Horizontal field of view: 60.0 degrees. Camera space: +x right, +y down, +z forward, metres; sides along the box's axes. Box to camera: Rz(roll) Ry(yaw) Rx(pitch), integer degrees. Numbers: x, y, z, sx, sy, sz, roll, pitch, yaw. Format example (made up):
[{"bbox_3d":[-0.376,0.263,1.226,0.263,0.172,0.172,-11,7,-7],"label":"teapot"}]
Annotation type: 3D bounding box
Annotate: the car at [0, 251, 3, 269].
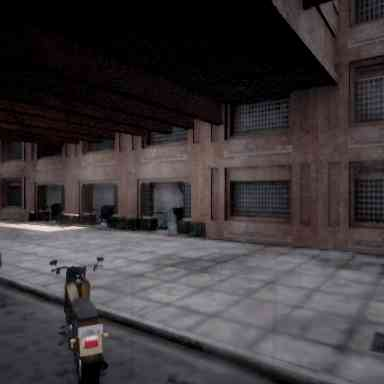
[{"bbox_3d":[-6.849,1.591,8.418,4.718,1.301,1.895,0,0,35],"label":"car"}]
